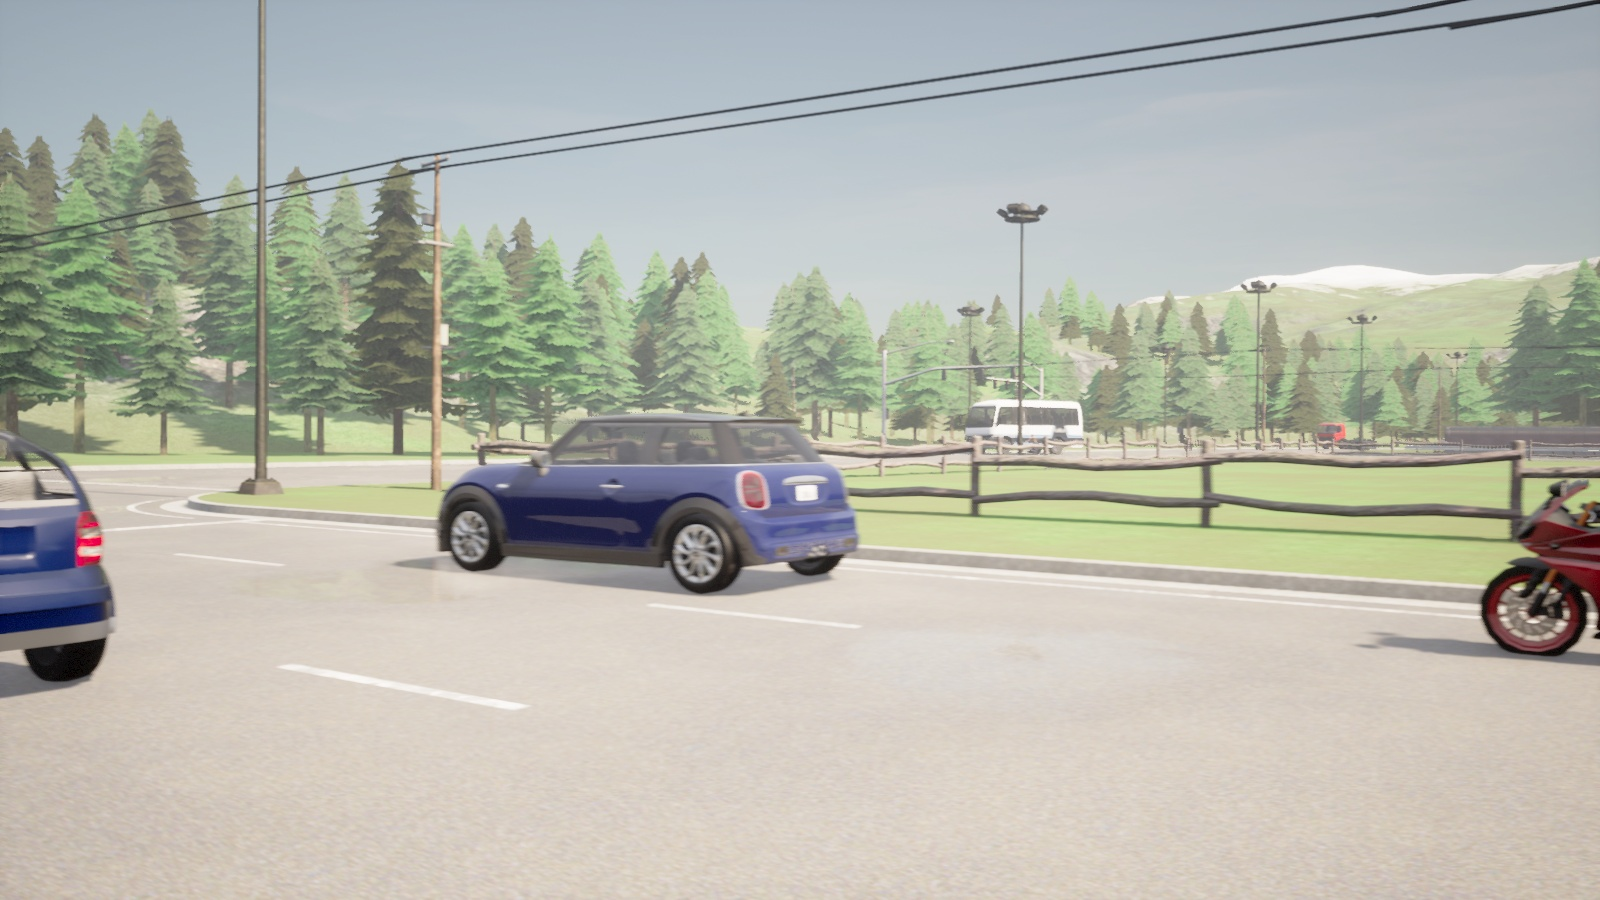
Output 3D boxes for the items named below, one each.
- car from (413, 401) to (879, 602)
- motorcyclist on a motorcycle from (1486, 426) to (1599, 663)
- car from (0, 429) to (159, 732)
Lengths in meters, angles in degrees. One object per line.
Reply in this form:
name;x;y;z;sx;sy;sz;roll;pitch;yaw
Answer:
car;-1.680;0.437;13.141;4.553;1.767;2.097;0;1;34
motorcyclist on a motorcycle;5.765;0.602;8.197;2.191;1.530;0.866;0;1;34
car;-5.684;0.672;7.399;3.705;1.549;1.789;0;1;34
